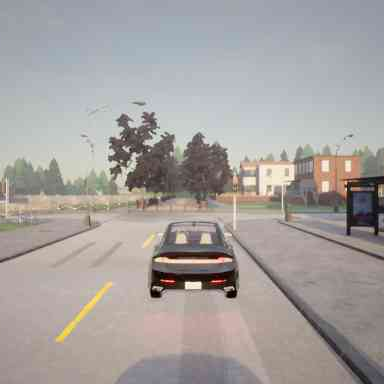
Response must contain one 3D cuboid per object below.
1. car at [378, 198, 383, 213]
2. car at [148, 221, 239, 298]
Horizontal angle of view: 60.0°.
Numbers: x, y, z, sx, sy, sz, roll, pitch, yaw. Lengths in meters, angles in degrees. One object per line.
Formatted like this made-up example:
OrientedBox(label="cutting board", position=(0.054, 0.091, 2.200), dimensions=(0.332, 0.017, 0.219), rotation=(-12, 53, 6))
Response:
OrientedBox(label="car", position=(18.442, 1.352, 33.377), dimensions=(4.553, 1.767, 2.097), rotation=(0, 0, 0))
OrientedBox(label="car", position=(0.049, 1.492, 8.484), dimensions=(2.128, 1.511, 4.902), rotation=(0, 0, 1))
